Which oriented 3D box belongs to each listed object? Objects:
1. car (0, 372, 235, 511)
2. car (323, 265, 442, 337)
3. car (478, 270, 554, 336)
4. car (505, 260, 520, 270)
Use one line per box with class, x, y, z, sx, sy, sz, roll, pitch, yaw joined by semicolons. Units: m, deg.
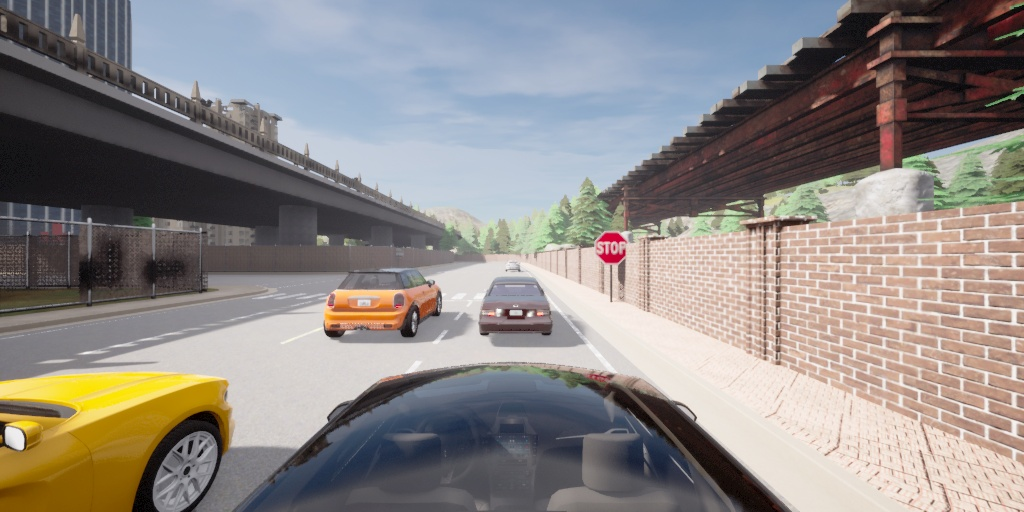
car;-3.398;1.228;1.136;1.882;1.535;5.008;0;0;0
car;-3.414;1.102;10.393;2.097;1.767;4.553;0;0;0
car;0.088;1.297;10.412;2.033;1.411;5.357;0;0;0
car;0.114;1.275;46.284;1.812;1.442;4.674;0;0;-1
